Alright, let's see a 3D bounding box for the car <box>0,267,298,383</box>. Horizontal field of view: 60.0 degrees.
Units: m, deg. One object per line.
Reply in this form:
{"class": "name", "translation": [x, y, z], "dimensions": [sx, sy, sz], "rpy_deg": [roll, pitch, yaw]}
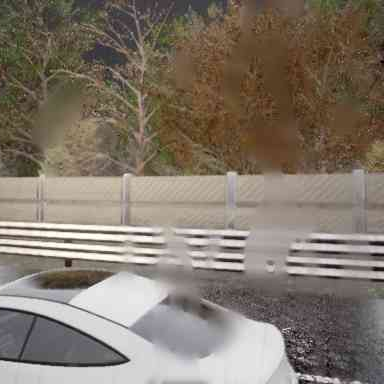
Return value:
{"class": "car", "translation": [-1.413, 1.523, 3.216], "dimensions": [4.674, 1.442, 1.812], "rpy_deg": [0, 0, 17]}
